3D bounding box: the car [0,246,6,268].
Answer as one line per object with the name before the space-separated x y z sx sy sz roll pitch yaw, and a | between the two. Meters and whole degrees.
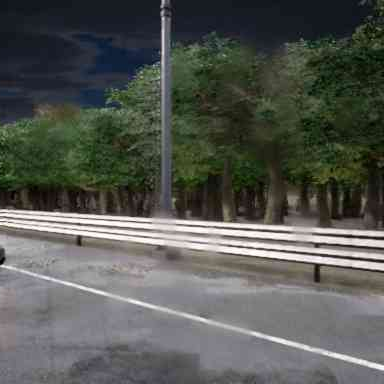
car | -7.254 1.672 9.423 4.718 1.301 1.895 0 0 37
